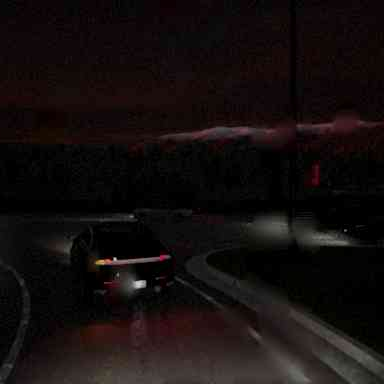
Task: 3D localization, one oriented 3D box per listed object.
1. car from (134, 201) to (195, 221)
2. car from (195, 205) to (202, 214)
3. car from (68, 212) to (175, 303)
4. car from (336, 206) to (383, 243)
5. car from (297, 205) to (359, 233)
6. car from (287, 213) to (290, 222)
[{"bbox_3d":[-2.379,1.606,26.837,4.718,1.301,1.895,0,0,4],"label":"car"},{"bbox_3d":[-1.747,1.553,30.301,5.357,1.411,2.033,0,0,4],"label":"car"},{"bbox_3d":[-1.948,1.493,8.370,2.128,1.511,4.902,0,0,-23],"label":"car"},{"bbox_3d":[9.545,1.528,15.475,4.674,1.442,1.812,0,0,4],"label":"car"},{"bbox_3d":[8.556,1.508,19.061,4.892,1.490,1.837,0,0,4],"label":"car"},{"bbox_3d":[8.618,1.567,22.567,4.181,1.385,1.994,0,0,4],"label":"car"}]
